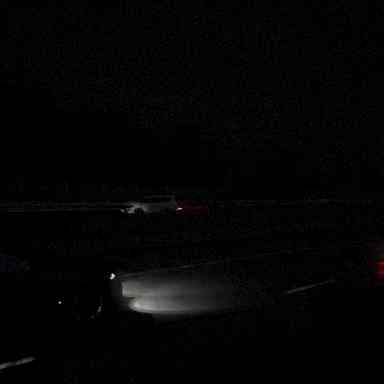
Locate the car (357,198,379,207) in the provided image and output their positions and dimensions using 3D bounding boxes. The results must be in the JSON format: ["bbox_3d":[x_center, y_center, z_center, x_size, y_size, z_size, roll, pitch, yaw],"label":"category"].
[{"bbox_3d":[29.510,1.844,55.423,5.008,1.535,1.882,1,0,-35],"label":"car"}]

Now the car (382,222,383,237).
[{"bbox_3d":[10.968,1.659,15.982,4.892,1.490,1.837,1,0,-36],"label":"car"}]

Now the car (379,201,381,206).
[{"bbox_3d":[24.360,1.763,38.809,5.008,1.535,1.882,0,0,-36],"label":"car"}]

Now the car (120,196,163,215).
[{"bbox_3d":[-3.960,1.356,31.354,5.566,2.045,2.150,1,0,-36],"label":"car"}]

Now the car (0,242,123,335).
[{"bbox_3d":[-3.339,1.565,5.672,4.181,1.385,1.994,1,0,-36],"label":"car"}]

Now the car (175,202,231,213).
[{"bbox_3d":[1.314,1.746,26.527,4.718,1.301,1.895,1,0,-36],"label":"car"}]

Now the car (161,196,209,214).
[{"bbox_3d":[-0.064,1.504,29.847,4.553,1.767,2.097,1,0,-36],"label":"car"}]
